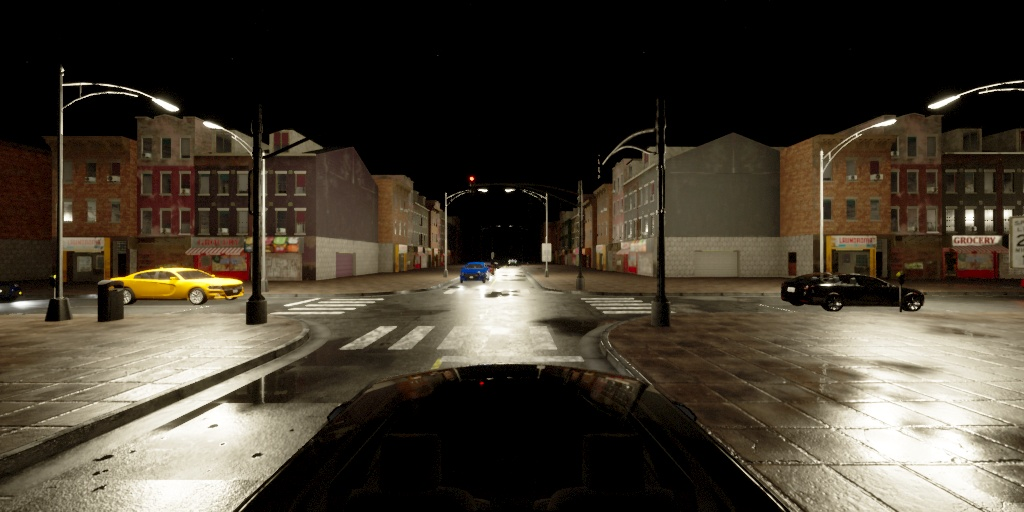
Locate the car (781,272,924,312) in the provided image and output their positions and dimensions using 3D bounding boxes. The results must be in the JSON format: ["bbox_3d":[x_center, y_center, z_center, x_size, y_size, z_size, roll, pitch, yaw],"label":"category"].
[{"bbox_3d":[12.358,1.267,13.195,4.313,1.339,1.948,0,0,0],"label":"car"}]

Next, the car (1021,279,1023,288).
[{"bbox_3d":[25.911,1.272,15.716,4.718,1.301,1.895,0,0,0],"label":"car"}]

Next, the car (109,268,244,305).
[{"bbox_3d":[-14.588,1.271,15.747,5.008,1.535,1.882,0,0,2],"label":"car"}]

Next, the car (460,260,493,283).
[{"bbox_3d":[-2.825,1.239,27.938,1.882,1.535,5.008,0,0,1],"label":"car"}]

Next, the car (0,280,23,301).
[{"bbox_3d":[-24.592,1.391,15.776,4.181,1.385,1.994,0,0,0],"label":"car"}]

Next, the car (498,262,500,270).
[{"bbox_3d":[-2.806,1.289,53.563,1.837,1.490,4.892,0,0,0],"label":"car"}]

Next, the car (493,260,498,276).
[{"bbox_3d":[-2.836,1.333,38.150,1.994,1.385,4.181,0,0,0],"label":"car"}]
